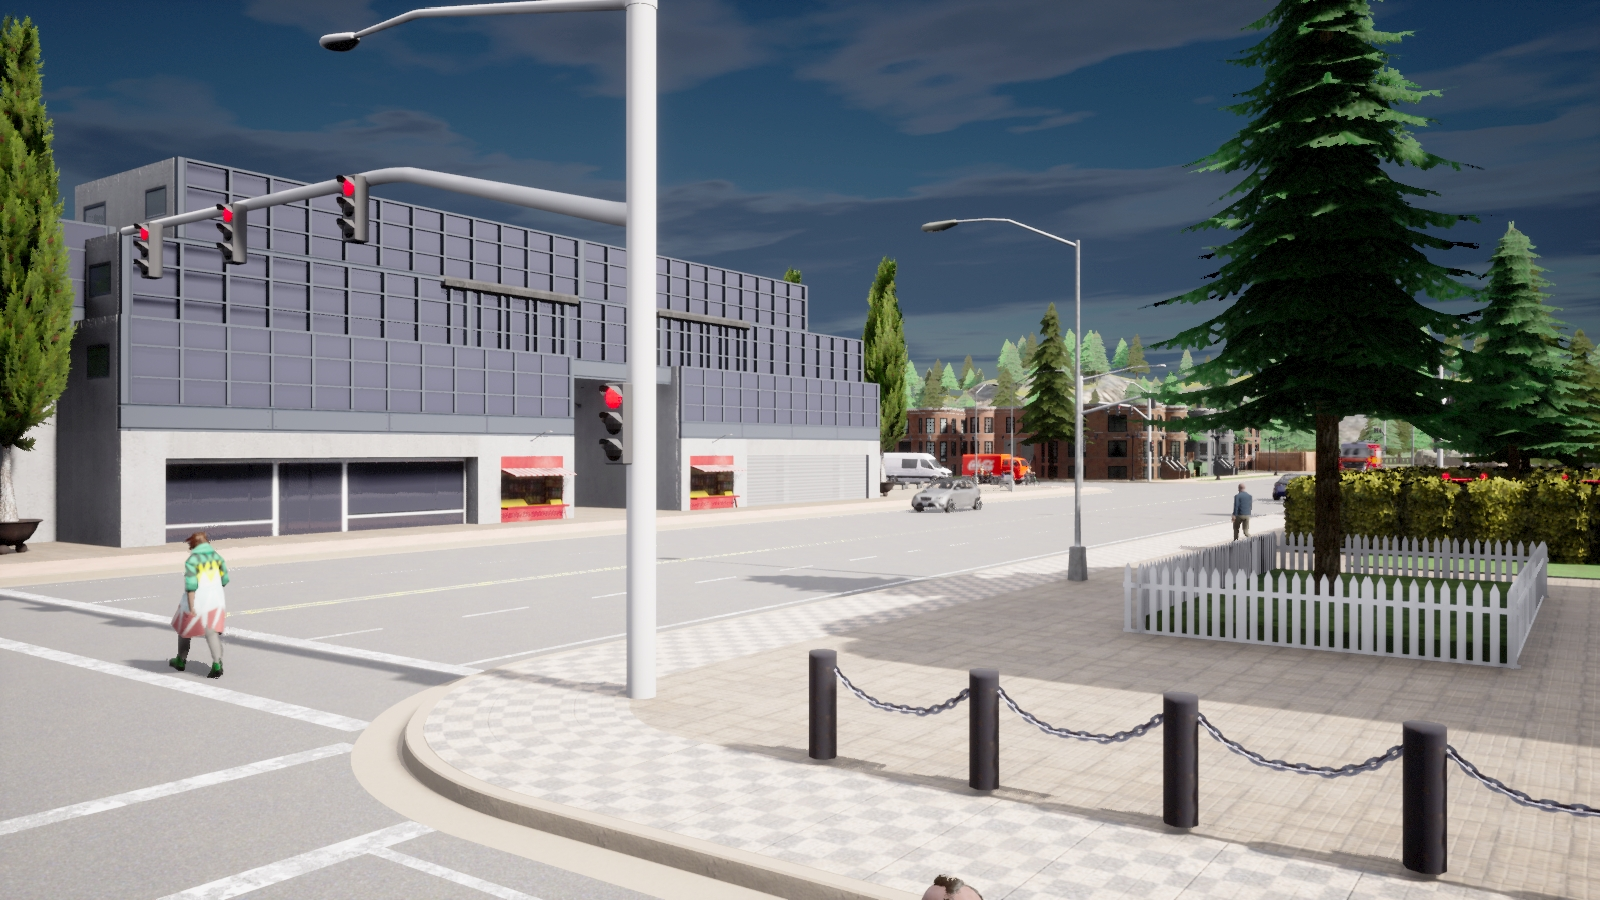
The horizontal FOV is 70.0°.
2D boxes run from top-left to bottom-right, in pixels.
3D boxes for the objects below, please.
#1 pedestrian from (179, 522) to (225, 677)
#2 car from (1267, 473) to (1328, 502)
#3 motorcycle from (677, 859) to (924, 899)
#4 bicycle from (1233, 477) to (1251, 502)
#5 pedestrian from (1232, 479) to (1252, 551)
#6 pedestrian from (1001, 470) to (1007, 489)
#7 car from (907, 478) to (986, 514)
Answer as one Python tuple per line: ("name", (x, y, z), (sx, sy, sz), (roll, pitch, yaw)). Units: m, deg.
("pedestrian", (-7.444, 1.848, 14.229), (0.375, 1.860, 0.375), (0, 0, 33))
("car", (27.765, 2.063, 63.661), (2.163, 1.488, 4.792), (0, 0, 35))
("motorcycle", (0.509, 2.205, 3.428), (2.209, 1.251, 0.867), (0, 0, 35))
("bicycle", (24.334, 2.158, 62.852), (0.859, 1.276, 1.487), (0, 0, 23))
("pedestrian", (11.607, 1.695, 30.001), (0.375, 1.860, 0.375), (0, 0, -2))
("pedestrian", (13.811, 1.976, 77.413), (0.375, 1.300, 0.375), (0, 0, 9))
("car", (6.702, 2.065, 51.949), (1.816, 1.474, 4.193), (0, 0, 35))
